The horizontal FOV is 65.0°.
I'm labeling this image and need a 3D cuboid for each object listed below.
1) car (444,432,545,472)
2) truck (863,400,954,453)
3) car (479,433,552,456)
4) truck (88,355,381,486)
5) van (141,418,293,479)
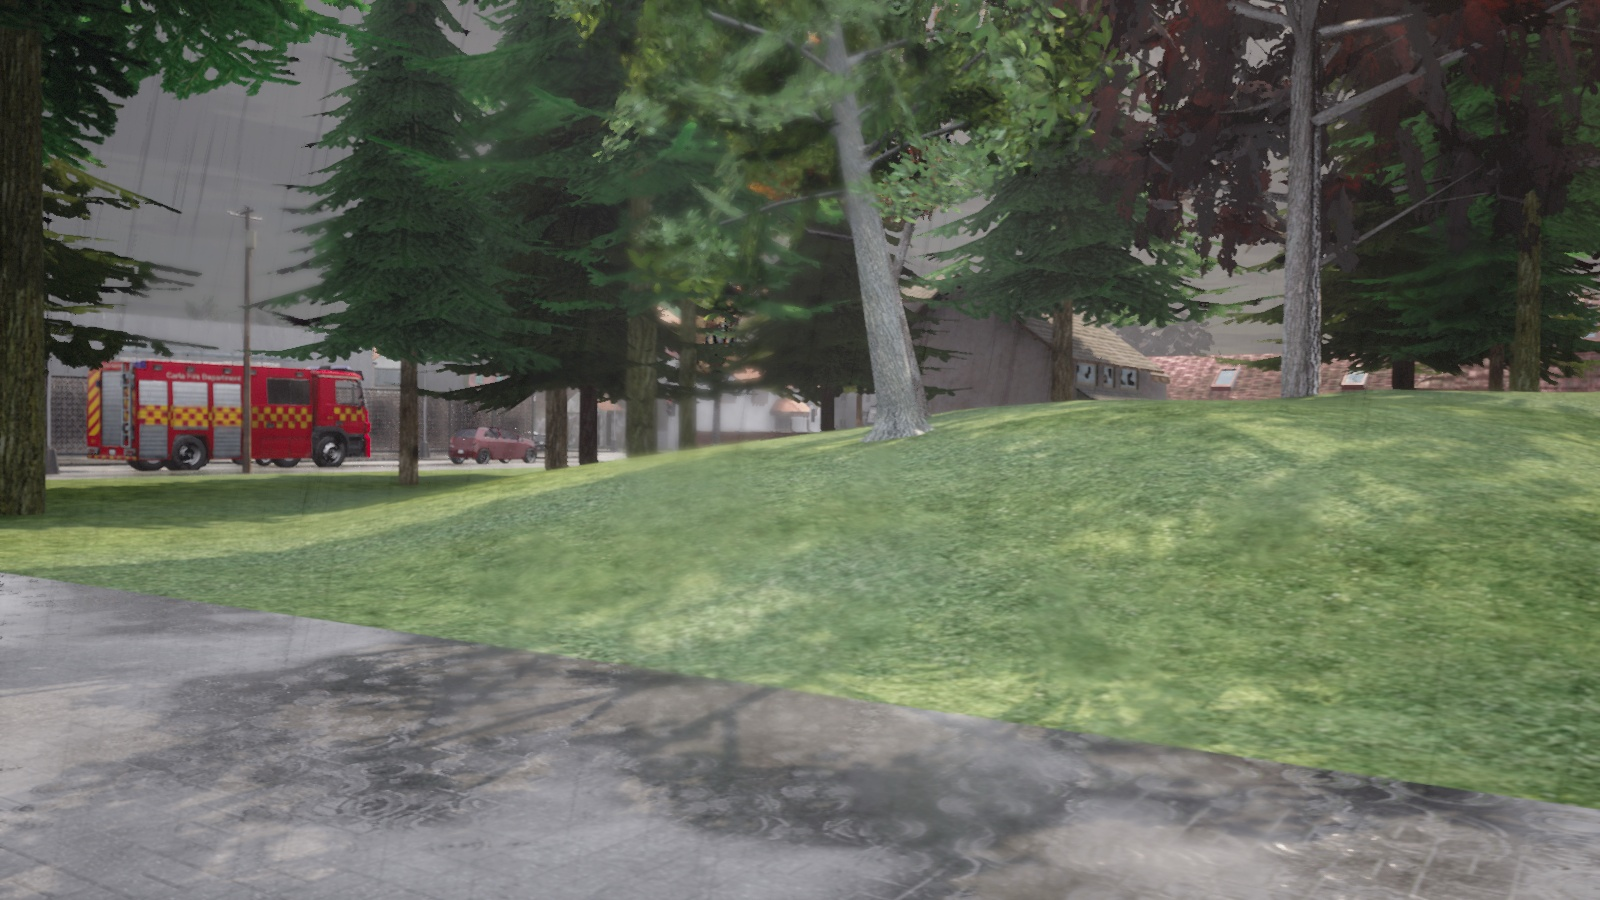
[{"bbox_3d":[-12.169,0.063,50.227,1.845,1.501,3.633,0,1,33],"label":"car"},{"bbox_3d":[7.662,-1.631,87.386,2.891,3.462,7.936,0,1,33],"label":"truck"},{"bbox_3d":[-18.273,-0.345,80.575,4.674,1.442,1.812,0,1,33],"label":"car"},{"bbox_3d":[-18.197,-0.937,41.144,2.891,3.827,8.468,0,1,34],"label":"truck"},{"bbox_3d":[-20.665,-0.085,44.670,2.069,2.038,4.480,0,1,34],"label":"van"}]
